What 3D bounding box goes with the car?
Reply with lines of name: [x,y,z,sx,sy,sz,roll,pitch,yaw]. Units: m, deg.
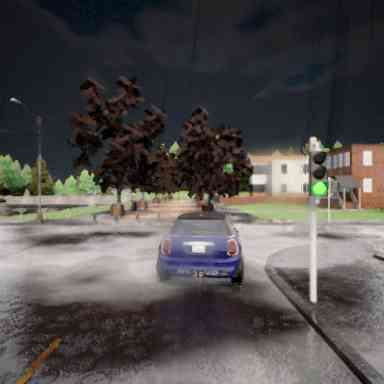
car: [0.427,1.362,9.889,2.097,1.767,4.553,0,0,7]
